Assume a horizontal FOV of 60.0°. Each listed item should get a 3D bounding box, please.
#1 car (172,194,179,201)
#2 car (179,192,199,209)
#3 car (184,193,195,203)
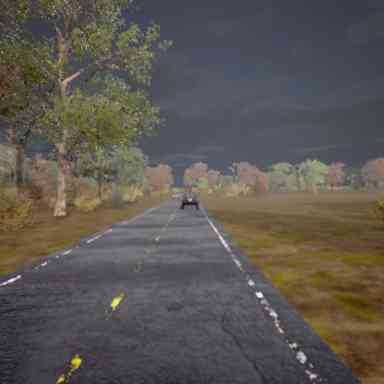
[{"bbox_3d":[-3.633,1.199,75.605,1.882,1.535,5.008,0,0,0],"label":"car"},{"bbox_3d":[-0.252,1.071,42.541,2.150,2.045,5.566,0,0,0],"label":"car"},{"bbox_3d":[-0.453,1.114,63.943,2.097,1.767,4.553,0,0,0],"label":"car"}]
